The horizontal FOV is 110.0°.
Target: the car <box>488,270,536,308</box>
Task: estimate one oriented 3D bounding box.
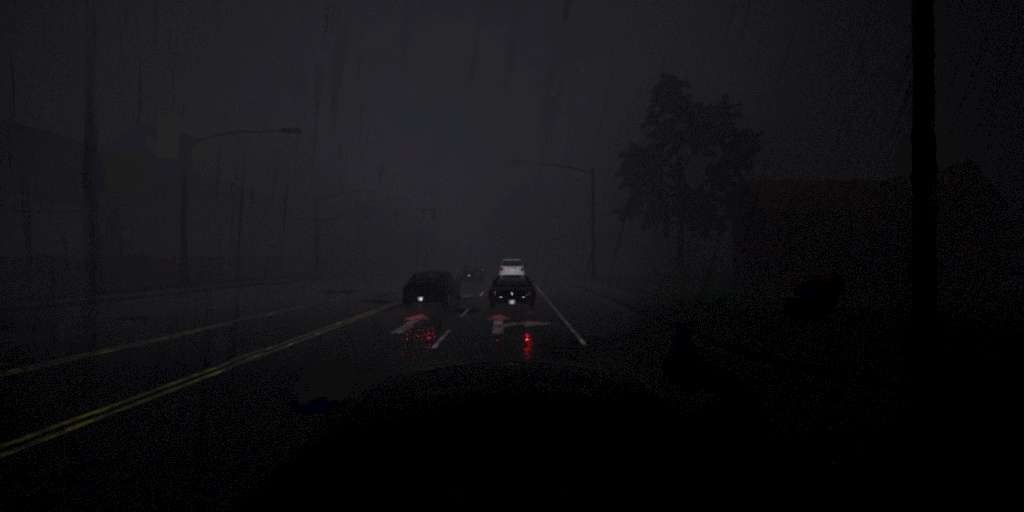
[{"bbox_3d":[0.007,1.485,15.962,1.895,1.301,4.718,0,-1,0],"label":"car"}]

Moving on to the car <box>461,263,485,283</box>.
[{"bbox_3d":[-3.483,1.592,31.149,1.994,1.385,4.181,0,-1,0],"label":"car"}]

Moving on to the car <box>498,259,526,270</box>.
[{"bbox_3d":[0.013,1.242,30.886,2.150,2.045,5.566,0,0,0],"label":"car"}]

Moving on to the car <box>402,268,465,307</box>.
[{"bbox_3d":[-3.491,1.394,16.162,1.837,1.490,4.892,0,0,0],"label":"car"}]
